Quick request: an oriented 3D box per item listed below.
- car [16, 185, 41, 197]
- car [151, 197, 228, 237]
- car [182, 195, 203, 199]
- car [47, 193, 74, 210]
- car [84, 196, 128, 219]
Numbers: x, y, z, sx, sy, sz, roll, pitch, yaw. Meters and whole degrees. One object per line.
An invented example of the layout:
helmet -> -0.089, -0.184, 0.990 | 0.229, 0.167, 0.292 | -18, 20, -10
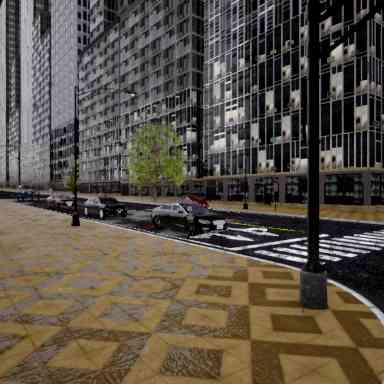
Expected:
car -> -22.064, -0.006, 44.755 | 2.150, 2.045, 5.566 | 0, 1, -38
car -> -0.254, 1.257, 16.790 | 2.128, 1.511, 4.902 | 0, 1, -38
car -> -0.304, 1.046, 32.947 | 1.812, 1.442, 4.674 | 0, 1, -38
car -> -12.888, 0.882, 32.880 | 2.128, 1.511, 4.902 | 0, 1, -38
car -> -6.467, 1.086, 24.689 | 1.837, 1.490, 4.892 | 0, 1, -38
